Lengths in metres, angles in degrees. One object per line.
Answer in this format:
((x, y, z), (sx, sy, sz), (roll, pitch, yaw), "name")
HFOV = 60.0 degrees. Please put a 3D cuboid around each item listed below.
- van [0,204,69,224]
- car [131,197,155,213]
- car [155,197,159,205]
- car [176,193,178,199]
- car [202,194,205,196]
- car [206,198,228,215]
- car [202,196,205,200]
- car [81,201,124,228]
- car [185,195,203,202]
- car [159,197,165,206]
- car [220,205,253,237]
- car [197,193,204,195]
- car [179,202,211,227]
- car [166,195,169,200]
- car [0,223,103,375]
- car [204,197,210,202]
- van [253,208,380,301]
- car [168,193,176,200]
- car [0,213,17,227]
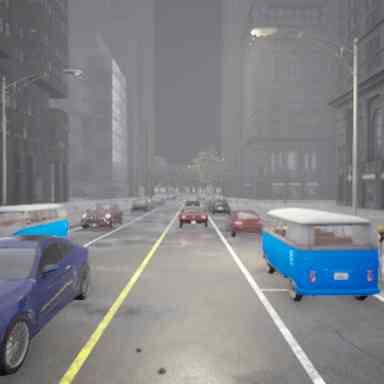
((-5.772, 1.344, 11.766), (1.690, 1.788, 3.998), (-1, 0, 0), "van")
((-5.762, 1.547, 37.852), (1.887, 1.381, 4.507), (-1, 0, 0), "car")
((-5.760, 1.581, 43.229), (1.802, 1.307, 4.206), (-1, 0, 0), "car")
((-5.748, 1.217, 92.014), (2.192, 1.841, 5.009), (-1, 0, 0), "car")
((2.768, 1.512, 54.327), (1.752, 1.417, 4.829), (-1, 0, 0), "car")
((2.762, 1.570, 33.346), (1.947, 1.339, 4.313), (-1, 0, 0), "car")
((2.765, 1.549, 43.751), (2.008, 1.369, 4.403), (-1, 0, 0), "car")
((-5.768, 1.445, 21.717), (1.967, 1.590, 4.097), (-1, 0, 0), "car")
((0.112, 1.475, 44.603), (1.882, 1.535, 5.008), (0, 0, 0), "car")
((-5.757, 1.538, 53.985), (2.008, 1.369, 4.403), (-1, 0, 0), "car")
((2.758, 1.586, 17.738), (1.802, 1.307, 4.206), (-1, 0, 0), "car")
((2.778, 1.444, 86.511), (1.752, 1.417, 4.829), (-1, 0, 0), "car")
((0.105, 1.606, 23.067), (1.895, 1.301, 4.718), (0, 0, 0), "car")
((-5.756, 1.544, 59.364), (1.947, 1.339, 4.313), (-1, 0, 0), "car")
((-3.093, 1.528, 5.704), (1.812, 1.442, 4.674), (0, 0, -1), "car")
((2.764, 1.568, 38.549), (1.947, 1.339, 4.313), (-1, 0, 0), "car")
((2.790, 1.344, 8.075), (1.690, 1.788, 3.998), (-1, 0, 0), "van")
((-5.747, 1.501, 86.335), (1.802, 1.307, 4.206), (-1, 0, 0), "car")
((-5.772, 1.442, 6.880), (1.967, 1.590, 4.097), (-1, 0, 0), "car")
